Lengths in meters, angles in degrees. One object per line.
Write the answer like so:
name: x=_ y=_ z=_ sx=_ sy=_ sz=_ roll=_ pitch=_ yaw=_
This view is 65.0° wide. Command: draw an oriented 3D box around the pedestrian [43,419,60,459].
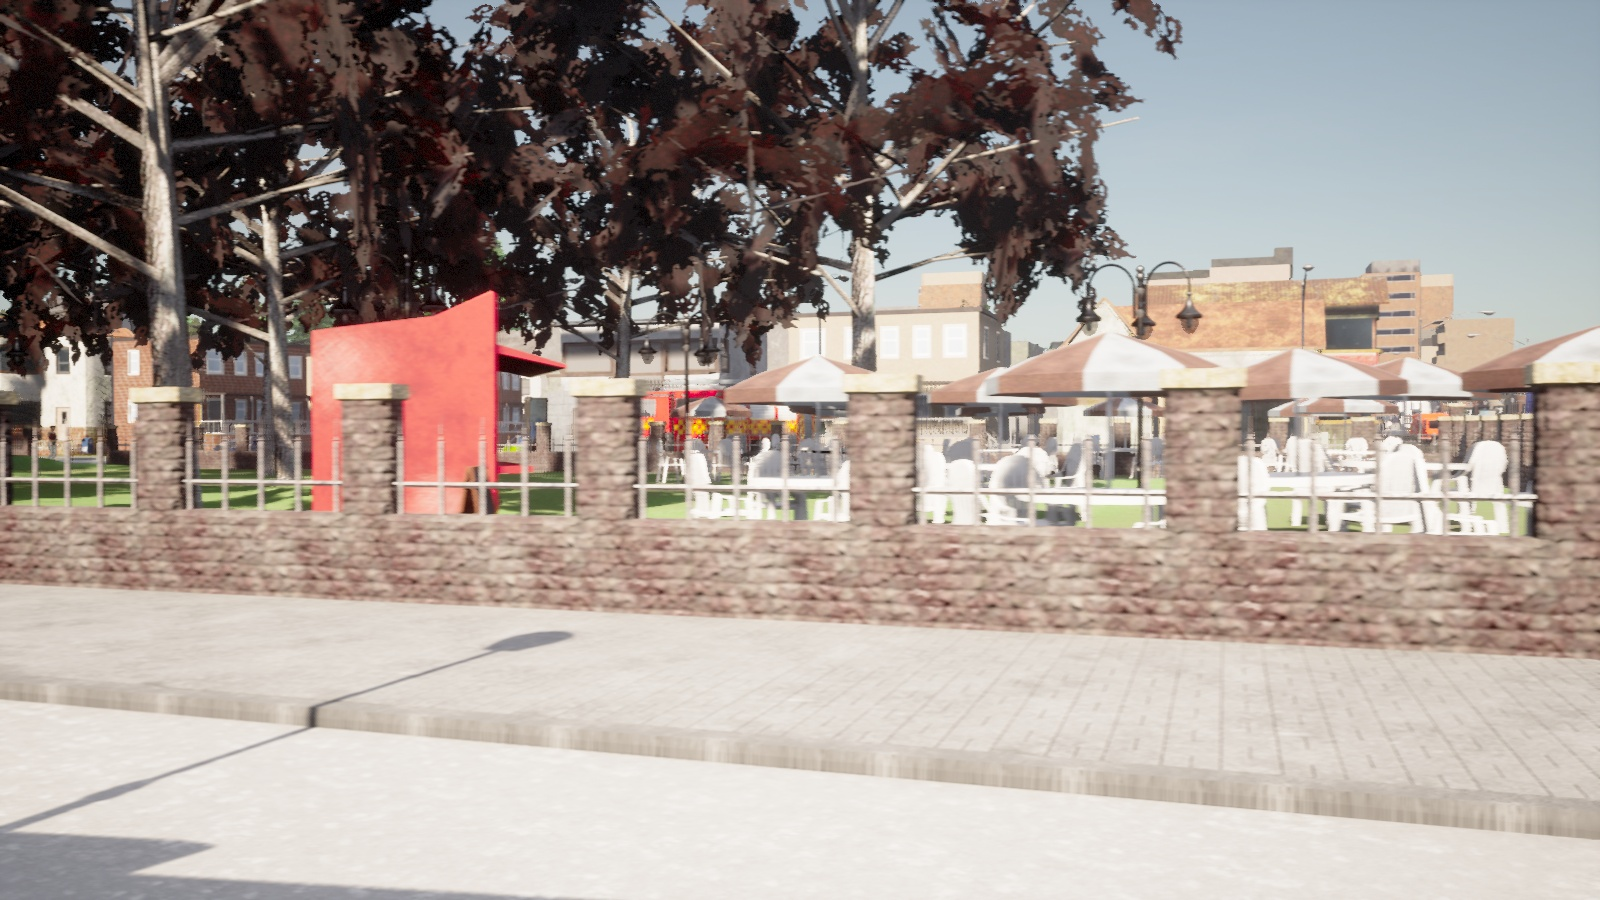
pedestrian: x=-34.187 y=-0.511 z=57.362 sx=0.594 sy=1.836 sz=0.345 roll=1 pitch=1 yaw=19

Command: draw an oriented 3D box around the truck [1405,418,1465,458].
truck: x=39.784 y=-0.772 z=78.772 sx=2.627 sy=2.467 sz=5.204 roll=1 pitch=1 yaw=19

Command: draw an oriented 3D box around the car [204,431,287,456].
car: x=-31.827 y=-0.385 z=72.162 sx=1.994 sy=1.385 sz=4.181 roll=1 pitch=1 yaw=20

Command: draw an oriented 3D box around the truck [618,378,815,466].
truck: x=-3.785 y=-1.265 z=56.955 sx=8.468 sy=3.827 sz=2.891 roll=1 pitch=1 yaw=19

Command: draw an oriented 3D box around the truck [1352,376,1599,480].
truck: x=23.842 y=-0.768 z=43.820 sx=7.936 sy=3.462 sz=2.891 roll=0 pitch=1 yaw=13

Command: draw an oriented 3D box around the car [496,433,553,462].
car: x=-13.187 y=-0.131 z=60.146 sx=2.207 sy=1.376 sz=1.481 roll=1 pitch=1 yaw=19
